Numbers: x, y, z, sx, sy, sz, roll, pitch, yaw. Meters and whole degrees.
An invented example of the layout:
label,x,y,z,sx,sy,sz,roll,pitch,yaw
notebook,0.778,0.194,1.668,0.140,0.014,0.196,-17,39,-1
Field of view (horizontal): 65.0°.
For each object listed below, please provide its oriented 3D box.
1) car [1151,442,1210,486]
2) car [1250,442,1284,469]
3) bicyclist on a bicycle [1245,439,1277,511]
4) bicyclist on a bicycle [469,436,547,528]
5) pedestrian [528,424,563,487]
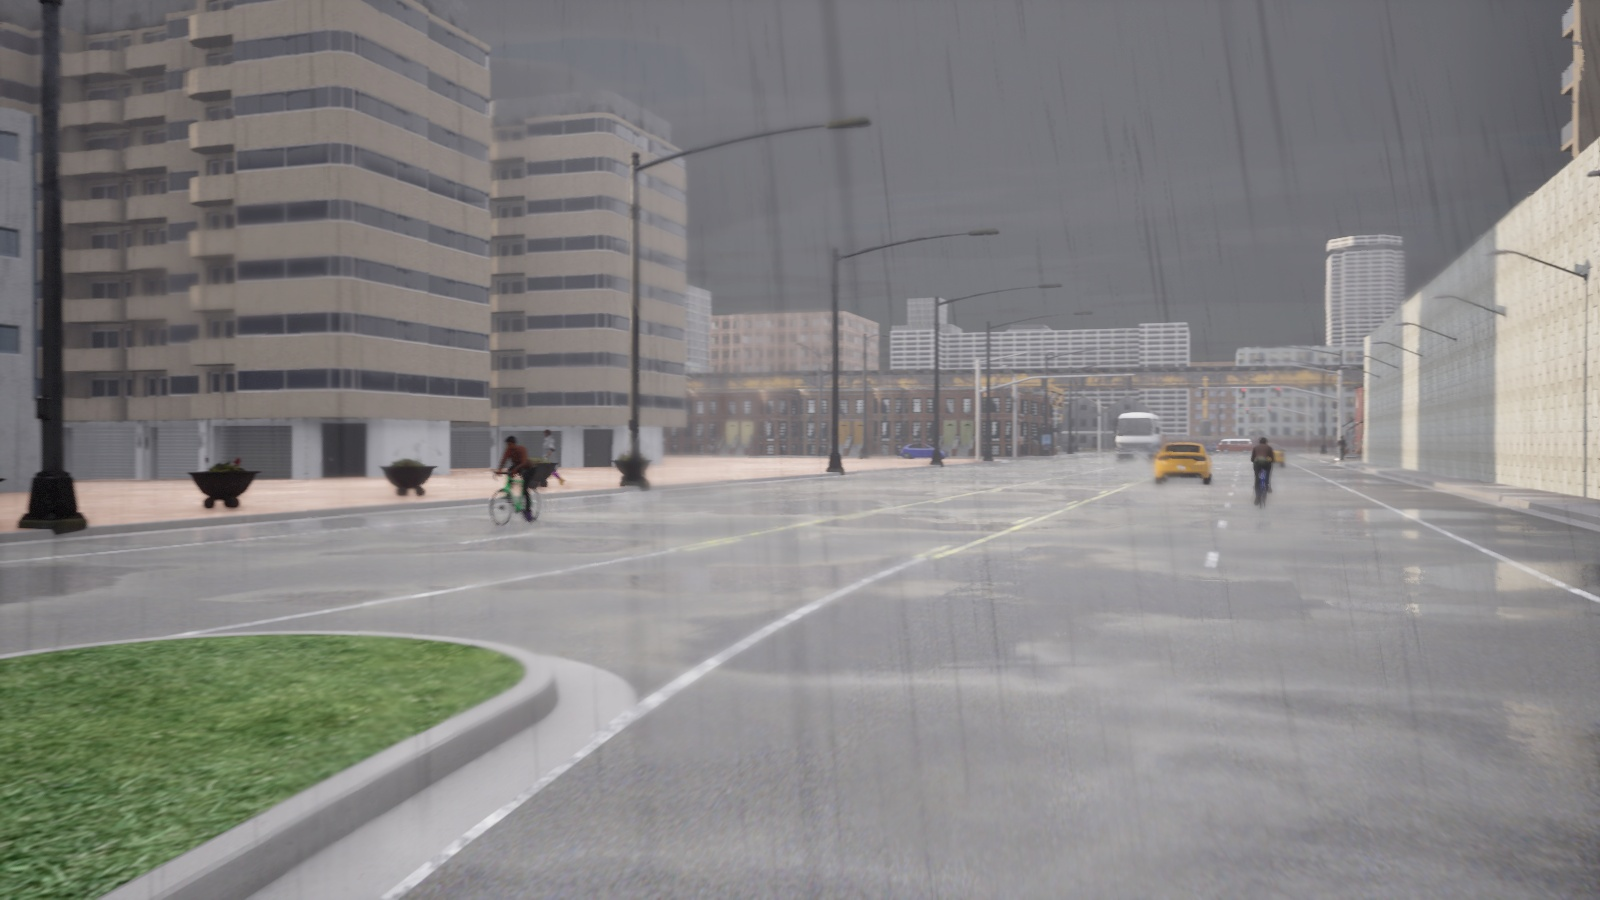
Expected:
label,x,y,z,sx,sy,sz,roll,pitch,yaw
car,14.251,0.485,46.854,1.882,1.535,5.008,0,0,19
car,28.197,0.308,75.928,1.801,1.575,5.366,0,0,19
bicyclist on a bicycle,10.599,0.556,28.855,0.582,1.620,1.656,0,0,24
bicyclist on a bicycle,-5.308,0.557,22.917,0.582,1.620,1.656,0,1,19
pedestrian,-7.999,0.179,39.396,0.873,1.952,0.659,0,0,-37
